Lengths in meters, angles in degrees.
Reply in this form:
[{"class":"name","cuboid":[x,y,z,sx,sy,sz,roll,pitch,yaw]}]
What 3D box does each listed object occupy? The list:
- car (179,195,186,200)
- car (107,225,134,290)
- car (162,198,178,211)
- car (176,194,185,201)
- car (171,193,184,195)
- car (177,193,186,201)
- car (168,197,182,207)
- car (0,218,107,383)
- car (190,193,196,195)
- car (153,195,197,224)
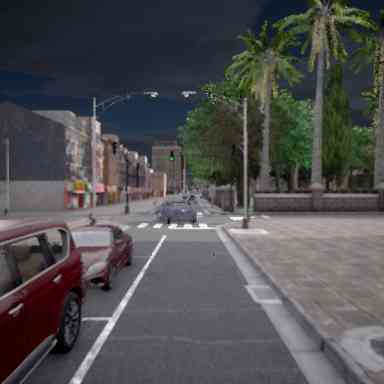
[{"class":"car","cuboid":[-2.645,1.461,94.041,1.752,1.417,4.829,0,0,0]},{"class":"car","cuboid":[-2.638,1.573,8.956,1.802,1.307,4.206,0,0,0]},{"class":"car","cuboid":[-2.653,1.492,41.341,1.752,1.417,4.829,0,0,0]},{"class":"car","cuboid":[-2.649,1.384,78.400,1.967,1.590,4.097,0,0,0]},{"class":"car","cuboid":[-2.657,1.277,46.779,2.192,1.841,5.009,0,0,0]},{"class":"car","cuboid":[-2.648,1.256,83.671,2.192,1.841,5.009,0,0,0]},{"class":"car","cuboid":[-2.656,1.525,52.049,1.947,1.339,4.313,0,0,0]},{"class":"car","cuboid":[-2.637,1.311,3.344,2.192,1.841,5.009,0,0,0]},{"class":"car","cuboid":[-0.002,1.439,71.444,1.837,1.490,4.892,0,0,0]},{"class":"car","cuboid":[-1.388,1.330,24.653,2.097,1.767,4.553,0,0,-22]}]
